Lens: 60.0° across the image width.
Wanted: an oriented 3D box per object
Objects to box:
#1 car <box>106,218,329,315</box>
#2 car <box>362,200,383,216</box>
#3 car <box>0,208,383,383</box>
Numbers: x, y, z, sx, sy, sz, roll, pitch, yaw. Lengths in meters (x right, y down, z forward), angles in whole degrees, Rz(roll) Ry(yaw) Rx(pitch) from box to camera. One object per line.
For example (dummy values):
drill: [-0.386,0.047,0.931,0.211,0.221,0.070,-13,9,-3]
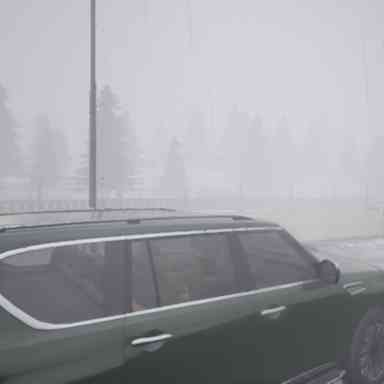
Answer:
car: [0.809,1.520,8.301,5.357,1.411,2.033,0,0,-31]
car: [18.742,1.492,31.793,4.181,1.385,1.994,0,0,-17]
car: [0.020,1.208,3.621,5.566,2.045,2.150,0,0,-34]
